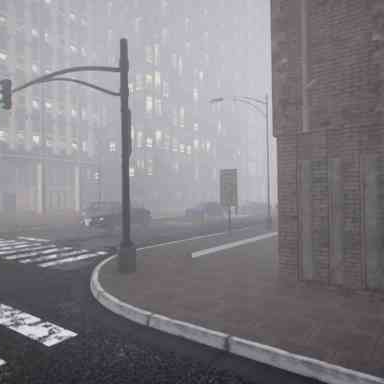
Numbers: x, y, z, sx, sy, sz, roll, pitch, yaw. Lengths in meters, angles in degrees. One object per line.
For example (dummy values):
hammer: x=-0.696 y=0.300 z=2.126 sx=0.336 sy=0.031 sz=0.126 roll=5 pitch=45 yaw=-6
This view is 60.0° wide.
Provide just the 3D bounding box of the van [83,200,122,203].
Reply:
van: x=-5.985 y=1.460 z=23.474 sx=1.690 sy=1.788 sz=3.998 roll=-2 pitch=-1 yaw=36

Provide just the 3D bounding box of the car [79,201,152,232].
car: x=-4.609 y=1.557 z=20.959 sx=2.128 sy=1.511 sz=4.902 roll=-1 pitch=-1 yaw=34

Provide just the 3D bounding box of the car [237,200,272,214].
car: x=7.274 y=1.707 z=37.494 sx=1.895 sy=1.301 sz=4.718 roll=-1 pitch=-1 yaw=36

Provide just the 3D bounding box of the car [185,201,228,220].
car: x=1.319 y=1.563 z=29.206 sx=1.882 sy=1.535 sz=5.008 roll=-1 pitch=-1 yaw=36
